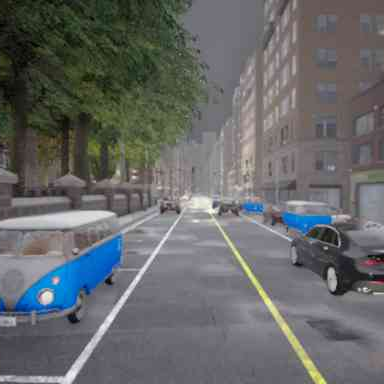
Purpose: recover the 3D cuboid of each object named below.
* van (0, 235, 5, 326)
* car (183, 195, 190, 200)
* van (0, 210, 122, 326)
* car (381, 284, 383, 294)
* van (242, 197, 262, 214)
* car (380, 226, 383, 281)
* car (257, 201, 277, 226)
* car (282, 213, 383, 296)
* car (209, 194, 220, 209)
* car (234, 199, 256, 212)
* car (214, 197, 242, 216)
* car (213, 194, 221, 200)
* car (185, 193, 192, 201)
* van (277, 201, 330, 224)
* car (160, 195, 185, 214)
[{"bbox_3d":[-2.677,1.318,1.163,1.690,1.788,3.998,0,0,1],"label":"van"},{"bbox_3d":[-1.407,1.475,89.692,1.887,1.381,4.507,0,0,1],"label":"car"},{"bbox_3d":[-2.595,1.320,6.821,1.690,1.788,3.998,0,0,1],"label":"van"},{"bbox_3d":[3.896,1.388,2.697,2.097,1.767,4.553,1,0,1],"label":"car"},{"bbox_3d":[6.336,1.393,35.025,1.690,1.788,3.998,0,0,1],"label":"van"},{"bbox_3d":[5.928,1.637,6.726,1.802,1.307,4.206,0,0,1],"label":"car"},{"bbox_3d":[6.172,1.601,23.706,1.887,1.381,4.507,0,0,1],"label":"car"},{"bbox_3d":[4.001,1.543,8.726,1.837,1.490,4.892,1,0,1],"label":"car"},{"bbox_3d":[3.627,1.497,44.537,1.882,1.535,5.008,1,0,1],"label":"car"},{"bbox_3d":[6.415,1.614,40.685,1.947,1.339,4.313,0,0,1],"label":"car"},{"bbox_3d":[3.494,1.532,32.826,1.837,1.490,4.892,1,0,1],"label":"car"},{"bbox_3d":[7.195,1.444,95.056,1.967,1.590,4.097,0,0,1],"label":"car"},{"bbox_3d":[-1.566,1.461,78.622,1.752,1.417,4.829,0,0,1],"label":"car"},{"bbox_3d":[6.092,1.398,18.046,1.690,1.788,3.998,0,0,1],"label":"van"},{"bbox_3d":[-2.188,1.291,35.107,2.192,1.841,5.009,0,0,1],"label":"car"}]
